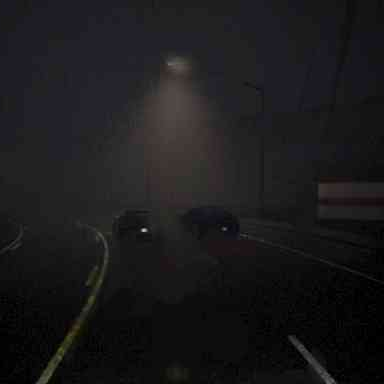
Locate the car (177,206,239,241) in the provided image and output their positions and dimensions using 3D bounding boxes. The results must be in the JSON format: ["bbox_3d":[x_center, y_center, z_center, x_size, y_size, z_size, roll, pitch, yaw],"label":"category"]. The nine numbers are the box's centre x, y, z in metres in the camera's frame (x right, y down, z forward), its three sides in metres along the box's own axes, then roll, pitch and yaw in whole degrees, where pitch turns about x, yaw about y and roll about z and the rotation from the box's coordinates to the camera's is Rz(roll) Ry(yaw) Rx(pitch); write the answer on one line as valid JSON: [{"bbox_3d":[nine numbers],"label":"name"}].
[{"bbox_3d":[0.666,1.450,16.879,1.882,1.535,5.008,0,0,-18],"label":"car"}]

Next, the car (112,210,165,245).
[{"bbox_3d":[-2.567,1.536,15.521,1.994,1.385,4.181,0,0,-18],"label":"car"}]
